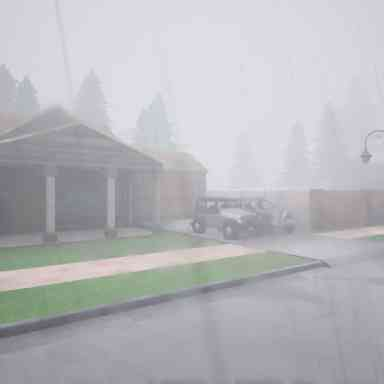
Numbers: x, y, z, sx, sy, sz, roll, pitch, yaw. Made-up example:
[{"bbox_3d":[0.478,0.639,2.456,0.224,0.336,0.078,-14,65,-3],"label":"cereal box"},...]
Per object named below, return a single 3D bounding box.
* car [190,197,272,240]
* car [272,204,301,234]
[{"bbox_3d":[1.575,1.176,15.957,1.905,1.878,3.866,0,0,-36],"label":"car"},{"bbox_3d":[3.394,1.174,17.735,1.932,1.855,4.605,0,0,-36],"label":"car"}]
